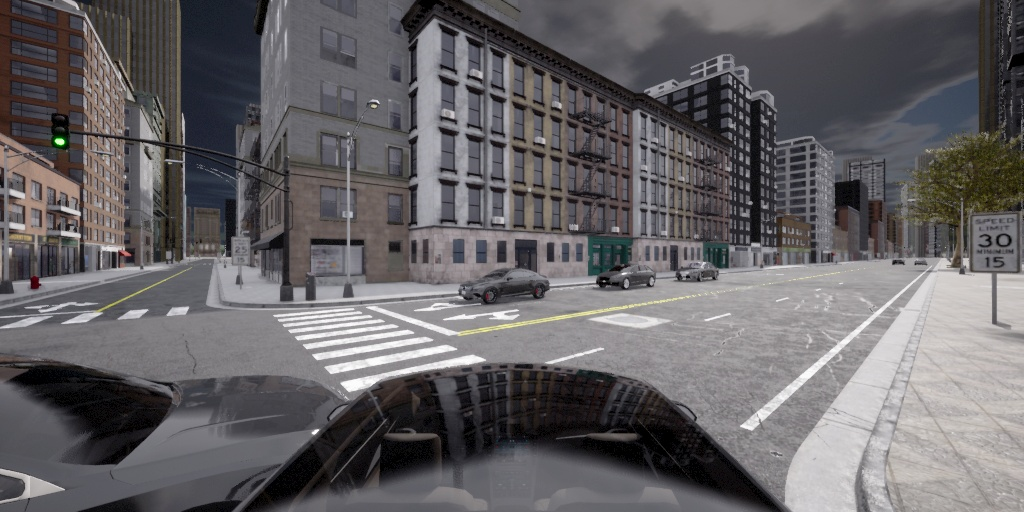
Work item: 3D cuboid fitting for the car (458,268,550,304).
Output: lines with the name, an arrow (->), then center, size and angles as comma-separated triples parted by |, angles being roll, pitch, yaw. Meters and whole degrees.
car -> -0.250, 1.285, 16.611 | 4.674, 1.442, 1.812 | 0, 0, -40

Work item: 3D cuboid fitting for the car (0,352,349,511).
car -> -3.244, 1.257, 1.600 | 4.892, 1.490, 1.837 | 0, 0, -35

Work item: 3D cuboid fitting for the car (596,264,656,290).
car -> 7.362, 1.256, 22.932 | 4.892, 1.490, 1.837 | 0, 0, -40

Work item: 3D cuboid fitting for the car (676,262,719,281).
car -> 15.290, 1.233, 29.503 | 4.902, 1.511, 2.128 | 0, 0, -40
